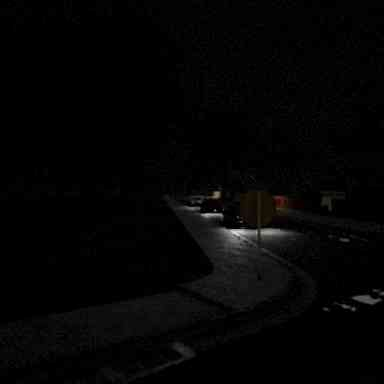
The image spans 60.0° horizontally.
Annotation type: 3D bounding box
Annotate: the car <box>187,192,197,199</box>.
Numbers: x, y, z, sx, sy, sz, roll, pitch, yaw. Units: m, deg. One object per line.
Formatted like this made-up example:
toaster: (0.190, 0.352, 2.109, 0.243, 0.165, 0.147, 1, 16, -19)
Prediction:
car: (-0.041, 0.815, 80.775, 1.812, 1.442, 4.674, 0, 1, -6)

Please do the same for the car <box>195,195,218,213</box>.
car: (1.960, 1.352, 34.496, 2.033, 1.411, 5.357, 0, 1, -6)

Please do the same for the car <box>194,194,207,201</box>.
car: (1.628, 1.091, 64.906, 1.895, 1.301, 4.718, 0, 1, -6)

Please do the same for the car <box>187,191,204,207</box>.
car: (0.704, 0.915, 46.526, 2.150, 2.045, 5.566, 0, 0, -6)

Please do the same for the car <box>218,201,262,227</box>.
car: (3.270, 1.424, 22.012, 1.837, 1.490, 4.892, 0, 1, -6)
